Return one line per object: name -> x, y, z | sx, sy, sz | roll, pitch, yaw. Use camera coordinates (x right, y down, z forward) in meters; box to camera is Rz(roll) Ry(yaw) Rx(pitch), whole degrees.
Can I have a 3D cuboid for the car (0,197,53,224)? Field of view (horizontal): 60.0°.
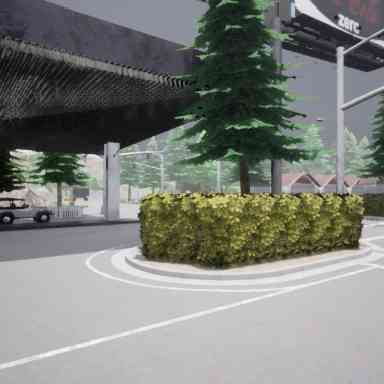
car -> -12.017, 1.313, 23.451 | 3.866, 1.878, 1.905 | 0, 0, -36
